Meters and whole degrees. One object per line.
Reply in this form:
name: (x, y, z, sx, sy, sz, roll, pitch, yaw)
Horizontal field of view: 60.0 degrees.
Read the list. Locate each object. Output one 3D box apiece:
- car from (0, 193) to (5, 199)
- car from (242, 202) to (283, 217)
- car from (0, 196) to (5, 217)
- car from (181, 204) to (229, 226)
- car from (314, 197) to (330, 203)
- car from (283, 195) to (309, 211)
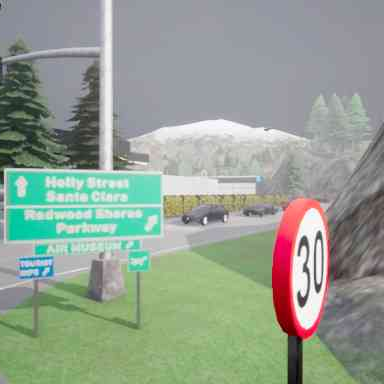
car: (-38.508, 1.471, 69.971, 4.514, 1.523, 2.007, 0, 0, 35)
car: (7.169, 1.735, 34.222, 2.033, 1.411, 5.357, 0, 0, 36)
car: (-12.314, 1.498, 26.023, 1.905, 1.878, 3.866, 0, 0, 35)
car: (1.112, 1.692, 25.903, 1.837, 1.490, 4.892, 0, 0, 36)
car: (28.344, 1.781, 74.860, 1.895, 1.301, 4.718, 0, 0, -42)
car: (13.466, 1.409, 42.792, 2.150, 2.045, 5.566, 0, 0, 36)
